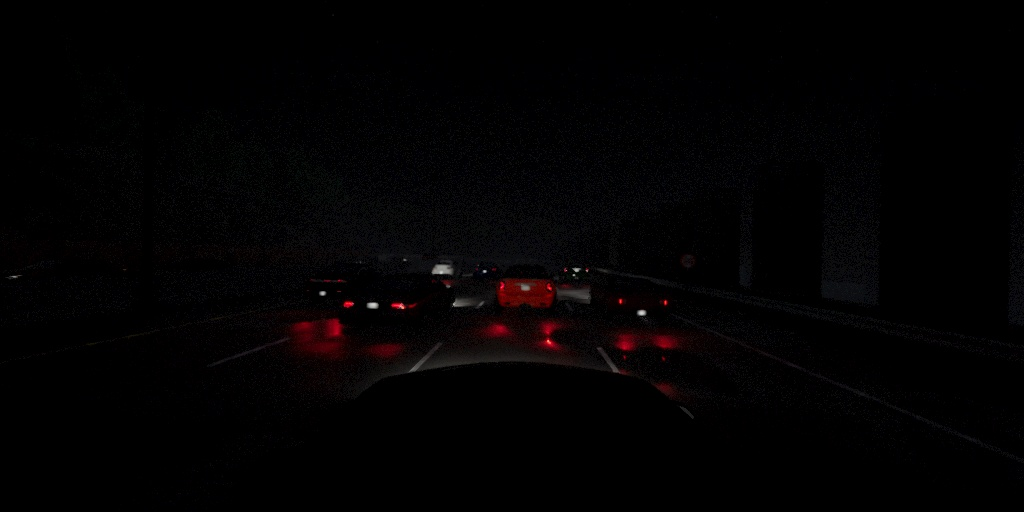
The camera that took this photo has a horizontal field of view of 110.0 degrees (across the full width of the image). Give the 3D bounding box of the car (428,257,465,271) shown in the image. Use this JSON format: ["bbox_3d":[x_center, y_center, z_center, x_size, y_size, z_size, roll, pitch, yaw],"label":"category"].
[{"bbox_3d":[-5.467,1.070,30.683,1.812,1.442,4.674,1,0,3],"label":"car"}]

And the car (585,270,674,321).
[{"bbox_3d":[4.012,1.393,12.887,1.895,1.301,4.718,1,0,4],"label":"car"}]

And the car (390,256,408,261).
[{"bbox_3d":[-18.522,0.708,58.792,1.837,1.490,4.892,2,1,1],"label":"car"}]

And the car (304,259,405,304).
[{"bbox_3d":[-6.384,1.071,14.793,2.128,1.511,4.902,1,0,4],"label":"car"}]

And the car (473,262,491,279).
[{"bbox_3d":[-2.006,1.179,29.967,1.994,1.385,4.181,1,0,3],"label":"car"}]

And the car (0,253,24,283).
[{"bbox_3d":[-27.542,0.627,17.002,1.882,1.535,5.008,1,0,3],"label":"car"}]

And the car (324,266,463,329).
[{"bbox_3d":[-3.124,1.204,10.932,2.033,1.411,5.357,1,0,4],"label":"car"}]

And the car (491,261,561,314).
[{"bbox_3d":[0.581,1.072,13.986,2.097,1.767,4.553,1,0,4],"label":"car"}]

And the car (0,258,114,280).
[{"bbox_3d":[-20.663,0.814,16.466,1.812,1.442,4.674,1,0,2],"label":"car"}]

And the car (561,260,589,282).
[{"bbox_3d":[4.936,1.109,28.770,2.097,1.767,4.553,1,0,4],"label":"car"}]

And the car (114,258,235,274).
[{"bbox_3d":[-16.944,0.862,18.690,1.837,1.490,4.892,1,0,3],"label":"car"}]

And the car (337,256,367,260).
[{"bbox_3d":[-22.368,0.693,49.143,2.033,1.411,5.357,1,0,2],"label":"car"}]
